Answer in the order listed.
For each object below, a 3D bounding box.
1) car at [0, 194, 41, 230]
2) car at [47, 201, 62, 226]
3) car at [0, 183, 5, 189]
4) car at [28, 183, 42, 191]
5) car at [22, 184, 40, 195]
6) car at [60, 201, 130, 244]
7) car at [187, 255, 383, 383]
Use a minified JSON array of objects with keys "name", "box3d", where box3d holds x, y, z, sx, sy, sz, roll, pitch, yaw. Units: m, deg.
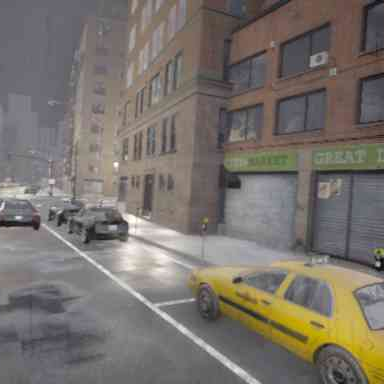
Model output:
[{"name":"car","box3d":[-8.711,1.026,16.387,1.994,1.385,4.181,3,0,-32]},{"name":"car","box3d":[-7.020,1.130,18.959,1.947,1.339,4.313,3,0,-32]},{"name":"car","box3d":[-46.751,-1.466,79.727,1.752,1.417,4.829,3,0,-23]},{"name":"car","box3d":[-32.495,-0.512,68.113,1.947,1.339,4.313,3,0,-23]},{"name":"car","box3d":[-28.155,-0.219,58.017,1.947,1.339,4.313,3,0,-23]},{"name":"car","box3d":[-4.090,1.311,14.300,1.947,1.339,4.313,3,0,-32]},{"name":"car","box3d":[1.680,1.625,5.126,1.752,1.417,4.829,3,0,-32]}]
